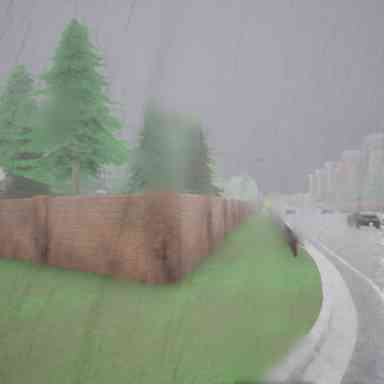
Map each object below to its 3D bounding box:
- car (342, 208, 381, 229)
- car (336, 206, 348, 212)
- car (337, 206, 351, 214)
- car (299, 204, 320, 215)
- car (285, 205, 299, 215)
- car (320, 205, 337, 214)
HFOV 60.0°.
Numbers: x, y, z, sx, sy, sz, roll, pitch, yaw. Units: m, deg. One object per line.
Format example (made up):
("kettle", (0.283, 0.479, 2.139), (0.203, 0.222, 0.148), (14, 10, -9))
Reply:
("car", (14.991, 2.406, 29.225), (1.837, 1.490, 4.892), (-1, -2, 13))
("car", (37.862, 4.236, 84.003), (1.895, 1.301, 4.718), (-1, -2, 12))
("car", (29.959, 3.563, 64.286), (1.994, 1.385, 4.181), (-1, -2, 12))
("car", (23.027, 3.373, 65.385), (2.150, 2.045, 5.566), (-1, -2, 12))
("car", (19.454, 3.723, 65.393), (1.812, 1.442, 4.674), (-1, -2, 12))
("car", (26.591, 3.618, 65.272), (1.812, 1.442, 4.674), (-1, -2, 12))
